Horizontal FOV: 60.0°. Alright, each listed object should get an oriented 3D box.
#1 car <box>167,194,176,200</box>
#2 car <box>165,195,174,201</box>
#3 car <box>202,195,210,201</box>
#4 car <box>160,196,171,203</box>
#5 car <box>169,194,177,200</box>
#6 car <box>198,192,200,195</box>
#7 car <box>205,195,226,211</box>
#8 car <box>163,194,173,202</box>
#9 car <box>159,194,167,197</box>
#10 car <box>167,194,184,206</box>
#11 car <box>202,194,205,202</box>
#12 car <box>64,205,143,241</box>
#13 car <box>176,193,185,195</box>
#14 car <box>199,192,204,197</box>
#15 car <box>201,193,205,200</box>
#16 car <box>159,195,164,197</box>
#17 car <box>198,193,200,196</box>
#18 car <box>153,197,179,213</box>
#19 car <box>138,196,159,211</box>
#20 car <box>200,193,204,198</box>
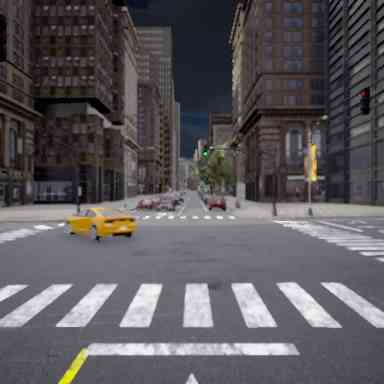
[{"bbox_3d":[-5.234,1.245,84.572,1.967,1.590,4.097,1,0,0],"label":"car"},{"bbox_3d":[-5.271,1.364,78.863,1.752,1.417,4.829,1,0,0],"label":"car"},{"bbox_3d":[3.255,1.419,78.985,1.802,1.307,4.206,1,0,0],"label":"car"},{"bbox_3d":[-5.339,1.475,67.951,1.802,1.307,4.206,1,0,0],"label":"car"},{"bbox_3d":[-5.202,1.350,90.114,1.802,1.307,4.206,1,0,0],"label":"car"},{"bbox_3d":[3.324,1.333,90.068,1.947,1.339,4.313,1,0,0],"label":"car"},{"bbox_3d":[3.016,1.286,40.198,2.192,1.841,5.009,0,0,0],"label":"car"},{"bbox_3d":[-5.303,1.307,73.492,1.967,1.590,4.097,1,0,0],"label":"car"},{"bbox_3d":[-5.443,1.494,51.330,1.887,1.381,4.507,0,0,0],"label":"car"},{"bbox_3d":[-2.729,1.492,53.236,2.033,1.411,5.357,0,0,1],"label":"car"},{"bbox_3d":[3.117,1.499,56.820,1.947,1.339,4.313,1,0,0],"label":"car"},{"bbox_3d":[-4.821,1.515,17.055,1.882,1.535,5.008,1,-1,-42],"label":"car"},{"bbox_3d":[-2.580,1.479,68.537,1.895,1.301,4.718,0,0,0],"label":"car"},{"bbox_3d":[3.222,1.307,73.444,1.967,1.590,4.097,1,0,0],"label":"car"},{"bbox_3d":[3.153,1.439,62.532,1.752,1.417,4.829,1,0,0],"label":"car"},{"bbox_3d":[-5.477,1.512,45.789,2.008,1.369,4.403,0,0,0],"label":"car"},{"bbox_3d":[3.289,1.370,84.527,1.947,1.339,4.313,1,0,0],"label":"car"},{"bbox_3d":[-2.856,1.542,37.317,1.994,1.385,4.181,0,0,1],"label":"car"},{"bbox_3d":[-5.511,1.517,40.249,1.887,1.381,4.507,0,0,0],"label":"car"},{"bbox_3d":[3.186,1.474,67.903,1.802,1.307,4.206,1,0,0],"label":"car"}]
